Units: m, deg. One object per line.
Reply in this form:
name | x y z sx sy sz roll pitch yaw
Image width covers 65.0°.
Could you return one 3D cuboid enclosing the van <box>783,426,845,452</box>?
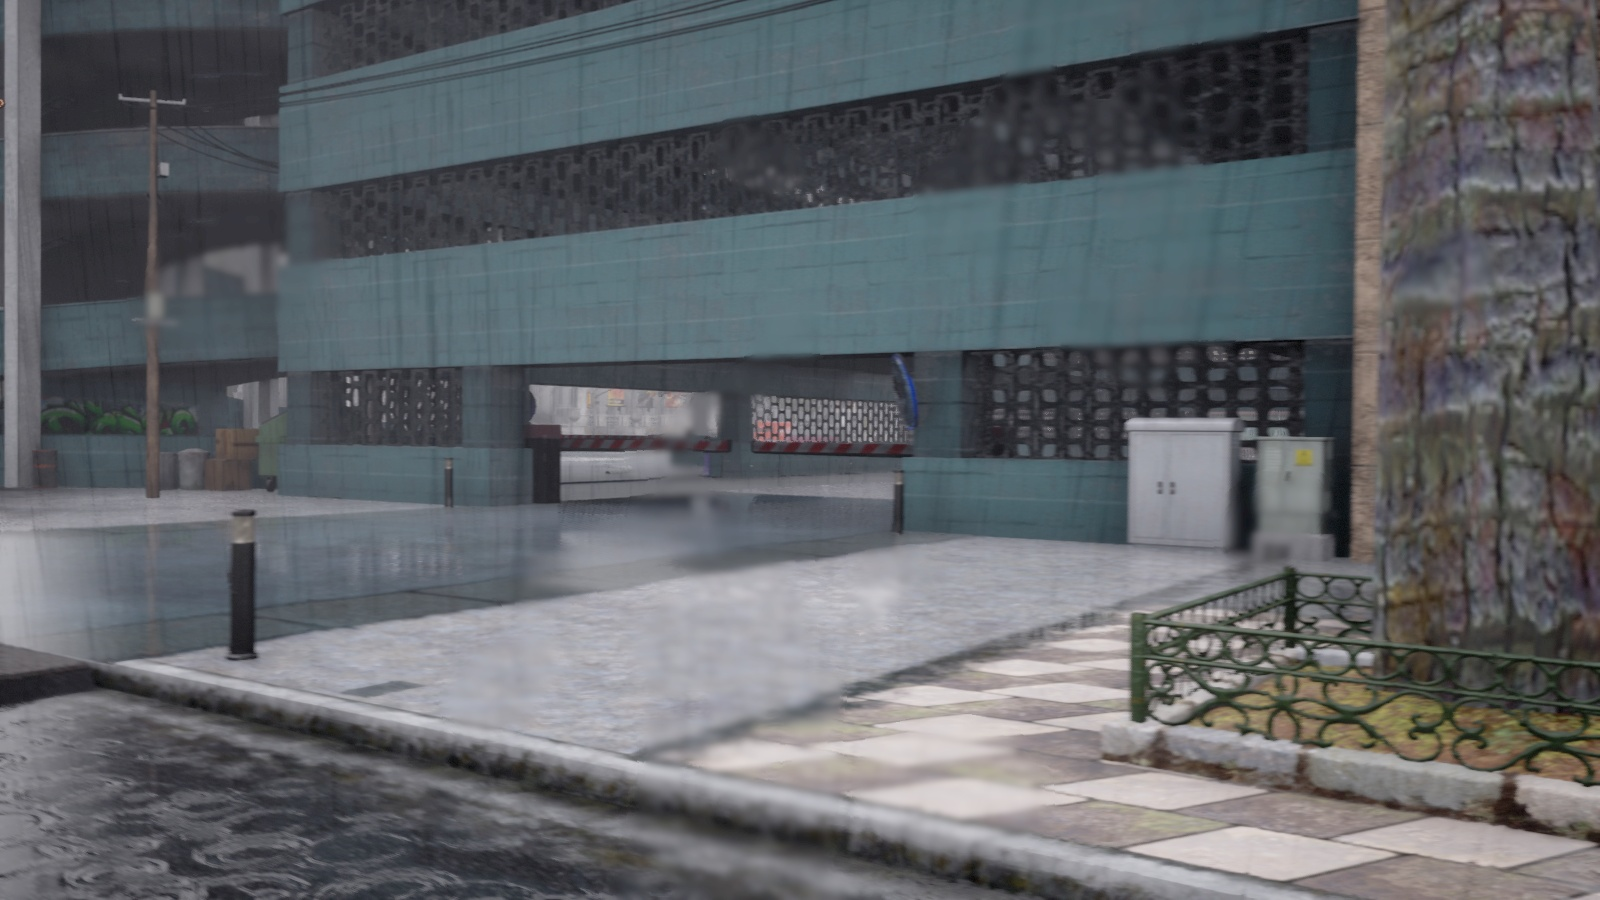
van | 1.055 -0.849 96.976 4.442 1.987 1.775 0 1 25
